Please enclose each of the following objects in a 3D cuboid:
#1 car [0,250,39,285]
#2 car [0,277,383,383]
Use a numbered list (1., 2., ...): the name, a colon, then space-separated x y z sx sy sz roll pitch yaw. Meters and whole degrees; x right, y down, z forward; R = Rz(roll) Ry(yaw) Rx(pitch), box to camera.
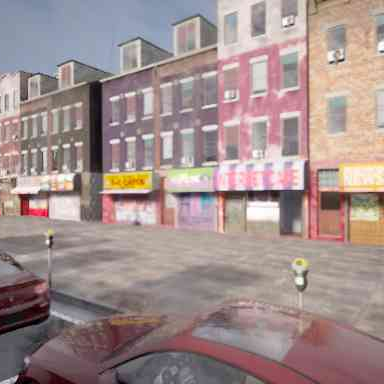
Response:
1. car: -4.125 1.580 5.763 4.206 1.307 1.802 0 0 36
2. car: 0.300 1.581 2.604 4.206 1.307 1.802 0 0 36
